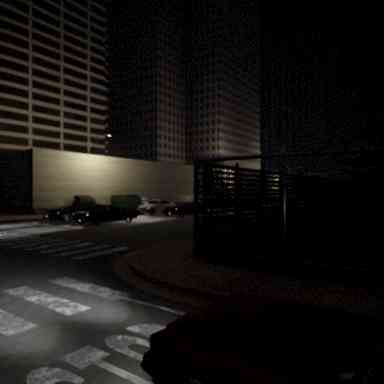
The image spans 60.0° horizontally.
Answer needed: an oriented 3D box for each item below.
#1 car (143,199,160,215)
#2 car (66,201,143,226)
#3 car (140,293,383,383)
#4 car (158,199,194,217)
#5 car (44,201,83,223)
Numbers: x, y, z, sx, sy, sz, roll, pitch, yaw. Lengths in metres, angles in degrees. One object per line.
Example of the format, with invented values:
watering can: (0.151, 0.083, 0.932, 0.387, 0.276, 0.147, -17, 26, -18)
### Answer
car: (-3.424, 1.465, 32.920, 1.812, 1.442, 4.674, 0, 0, 35)
car: (-5.981, 1.541, 23.304, 1.895, 1.301, 4.718, 0, 0, 35)
car: (1.807, 1.601, 2.711, 4.718, 1.301, 1.895, 0, 0, 37)
car: (-0.670, 1.541, 30.779, 1.895, 1.301, 4.718, 0, 0, 35)
car: (-8.795, 1.430, 25.387, 2.128, 1.511, 4.902, 0, 0, 35)
